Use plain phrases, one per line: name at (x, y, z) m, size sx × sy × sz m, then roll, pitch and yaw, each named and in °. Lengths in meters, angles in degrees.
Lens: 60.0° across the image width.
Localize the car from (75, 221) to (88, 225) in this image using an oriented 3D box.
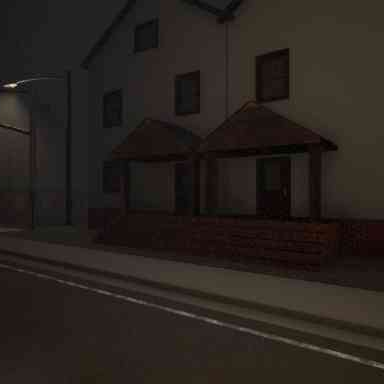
car at (-10.560, 3.811, 36.557) m, size 1.837 × 1.490 × 4.892 m, roll 0°, pitch -11°, yaw 35°
